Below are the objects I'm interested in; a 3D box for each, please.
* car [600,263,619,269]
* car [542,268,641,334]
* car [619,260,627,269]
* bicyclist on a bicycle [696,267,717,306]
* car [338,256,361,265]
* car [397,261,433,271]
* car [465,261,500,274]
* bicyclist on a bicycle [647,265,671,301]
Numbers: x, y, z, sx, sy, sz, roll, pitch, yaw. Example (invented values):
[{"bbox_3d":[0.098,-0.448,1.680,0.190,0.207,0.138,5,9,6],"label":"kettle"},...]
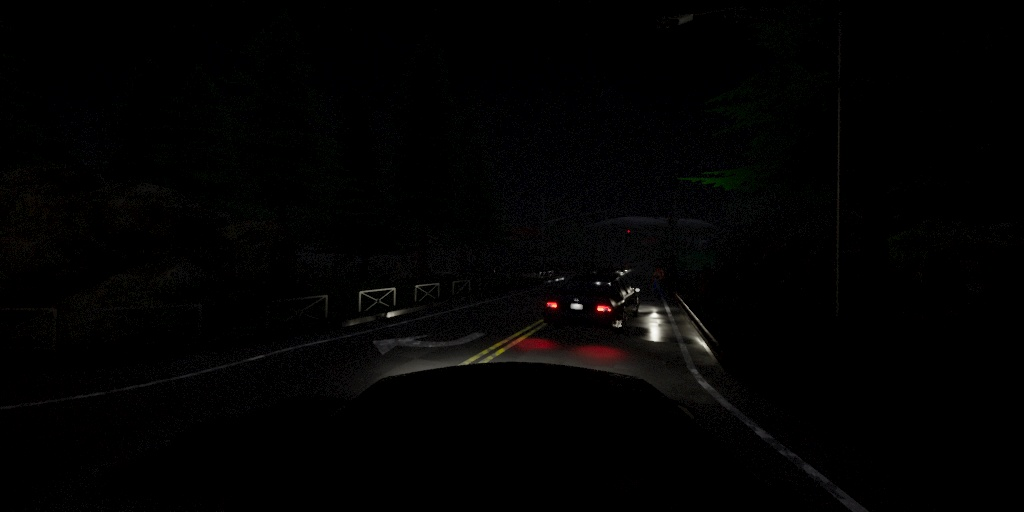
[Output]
[{"bbox_3d":[11.204,1.756,42.659,1.895,1.301,4.718,0,-1,21],"label":"car"},{"bbox_3d":[2.535,1.230,10.403,2.033,1.411,5.357,1,-1,25],"label":"car"},{"bbox_3d":[16.959,1.847,57.734,1.812,1.442,4.674,1,-1,21],"label":"car"},{"bbox_3d":[8.215,1.271,15.097,1.656,1.620,0.582,1,0,-33],"label":"bicyclist on a bicycle"},{"bbox_3d":[-23.163,1.009,52.641,5.566,2.045,2.150,1,-1,26],"label":"car"},{"bbox_3d":[-13.085,1.393,48.408,5.008,1.535,1.882,1,-1,21],"label":"car"},{"bbox_3d":[-3.766,1.389,44.810,4.553,1.767,2.097,1,-1,21],"label":"car"},{"bbox_3d":[6.803,1.257,16.513,1.656,1.620,0.582,1,0,-30],"label":"bicyclist on a bicycle"}]
